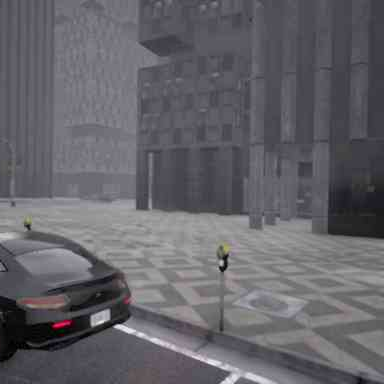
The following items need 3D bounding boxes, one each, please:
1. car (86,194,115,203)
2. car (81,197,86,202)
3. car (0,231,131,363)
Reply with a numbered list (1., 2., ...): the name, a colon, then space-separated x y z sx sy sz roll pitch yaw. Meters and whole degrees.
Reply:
1. car: -16.611 1.208 61.790 1.837 1.490 4.892 1 0 36
2. car: -19.019 1.171 63.948 1.812 1.442 4.674 1 0 36
3. car: -3.045 1.399 5.617 4.674 1.442 1.812 2 1 36
